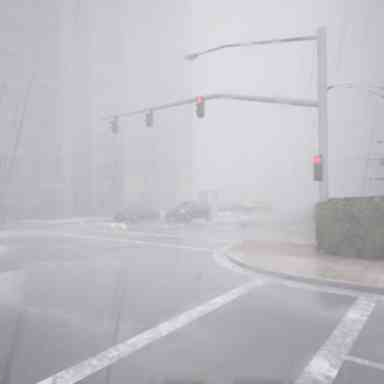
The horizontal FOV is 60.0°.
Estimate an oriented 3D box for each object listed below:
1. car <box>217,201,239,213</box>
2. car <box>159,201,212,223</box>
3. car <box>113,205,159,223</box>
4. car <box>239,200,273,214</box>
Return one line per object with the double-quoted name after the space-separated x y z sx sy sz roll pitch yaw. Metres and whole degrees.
4.837 1.792 40.835 1.994 1.385 4.181 -1 0 36 "car"
-0.280 1.547 27.966 2.097 1.767 4.553 -1 0 36 "car"
-4.578 1.806 28.015 1.994 1.385 4.181 -1 0 36 "car"
7.785 1.661 38.939 1.882 1.535 5.008 -1 0 37 "car"
